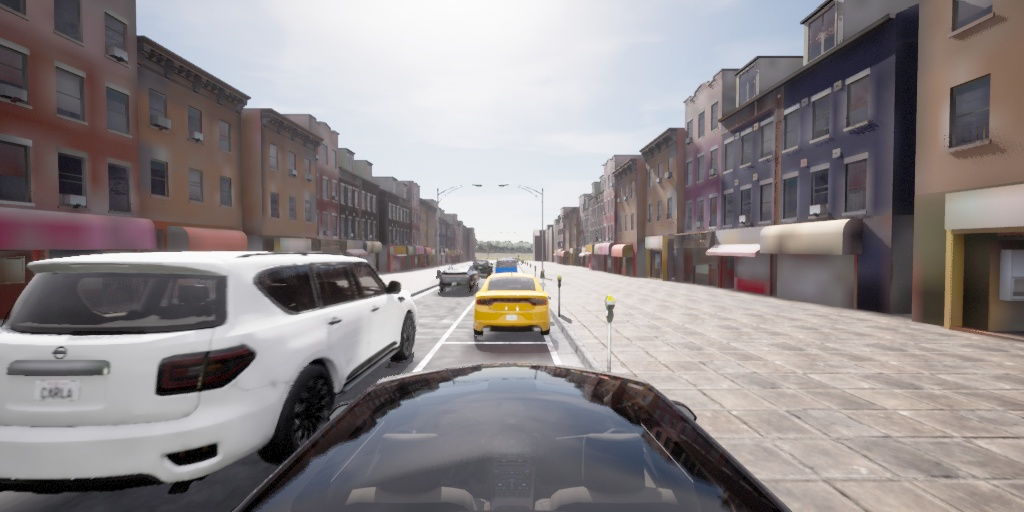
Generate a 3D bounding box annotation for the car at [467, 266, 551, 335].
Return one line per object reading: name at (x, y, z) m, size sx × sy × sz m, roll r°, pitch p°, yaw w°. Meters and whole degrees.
car at (-0.005, 1.224, 10.502) m, size 1.882 × 1.535 × 5.008 m, roll 0°, pitch 0°, yaw 0°

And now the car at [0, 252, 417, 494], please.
car at (-3.021, 0.972, 5.063) m, size 2.150 × 2.045 × 5.566 m, roll 0°, pitch 0°, yaw 0°

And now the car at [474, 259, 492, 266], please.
car at (-2.974, 1.089, 35.876) m, size 2.097 × 1.767 × 4.553 m, roll 0°, pitch 0°, yaw 1°

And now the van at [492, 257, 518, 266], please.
van at (-0.383, 1.081, 27.392) m, size 1.690 × 1.789 × 3.998 m, roll 0°, pitch 0°, yaw 0°

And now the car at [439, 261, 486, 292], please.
car at (-2.974, 1.234, 20.970) m, size 2.128 × 1.511 × 4.902 m, roll 0°, pitch 0°, yaw 1°
